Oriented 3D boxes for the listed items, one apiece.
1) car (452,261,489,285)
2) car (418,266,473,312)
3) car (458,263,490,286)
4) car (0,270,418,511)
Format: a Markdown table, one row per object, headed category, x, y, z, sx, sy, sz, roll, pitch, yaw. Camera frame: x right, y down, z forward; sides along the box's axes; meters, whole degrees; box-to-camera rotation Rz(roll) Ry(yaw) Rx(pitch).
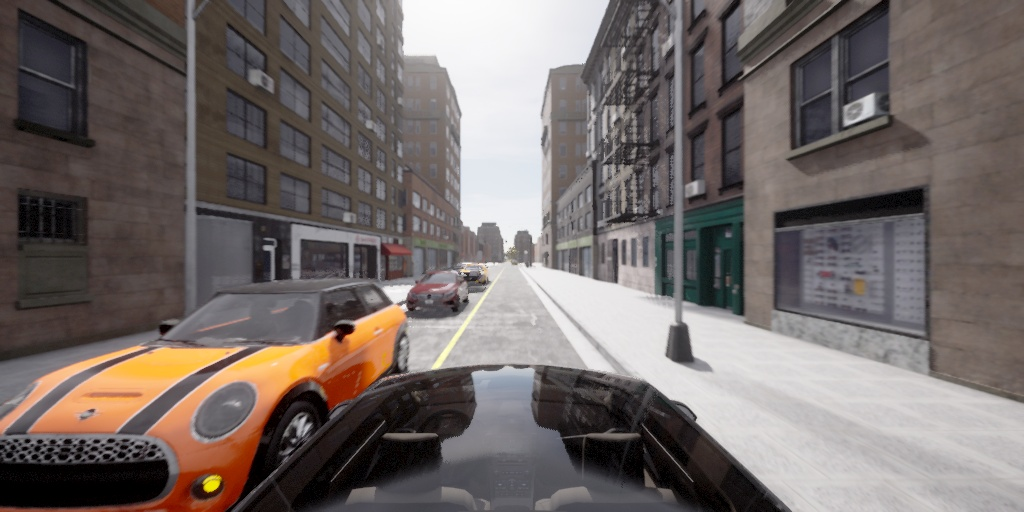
| category | x | y | z | sx | sy | sz | roll | pitch | yaw |
| --- | --- | --- | --- | --- | --- | --- | --- | --- | --- |
| car | -2.784 | 1.000 | 22.644 | 1.994 | 1.385 | 4.181 | 0 | 0 | 0 |
| car | -2.860 | 1.326 | 14.695 | 1.812 | 1.442 | 4.674 | 0 | 0 | 0 |
| car | -2.814 | 1.332 | 27.413 | 1.882 | 1.535 | 5.008 | 0 | -1 | 0 |
| car | -2.850 | 1.115 | 4.456 | 2.097 | 1.767 | 4.553 | 0 | 0 | 0 |
